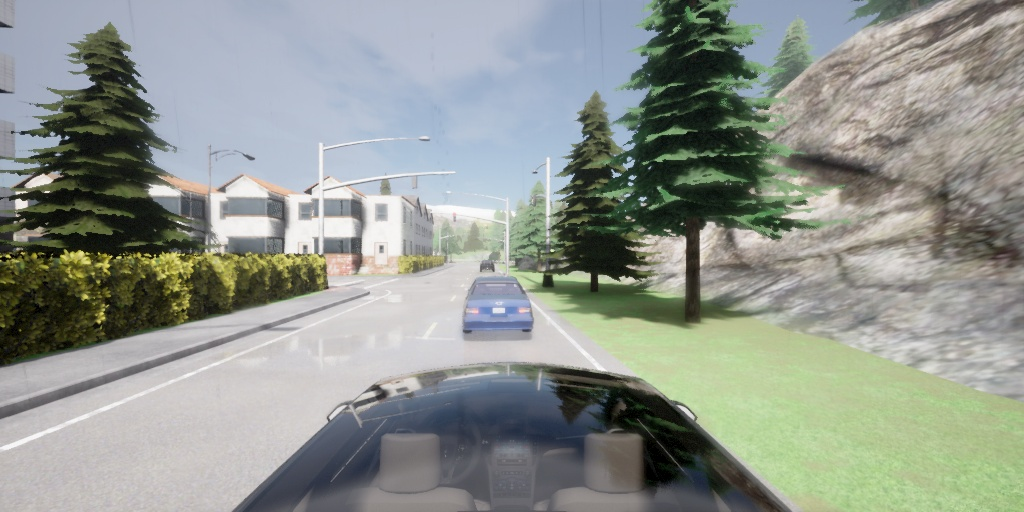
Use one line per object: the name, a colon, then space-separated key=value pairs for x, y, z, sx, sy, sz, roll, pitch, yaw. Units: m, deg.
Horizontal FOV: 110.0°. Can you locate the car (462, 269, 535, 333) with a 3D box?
car: x=-0.481 y=1.297 z=10.737 sx=2.033 sy=1.411 sz=5.357 roll=0 pitch=0 yaw=-4

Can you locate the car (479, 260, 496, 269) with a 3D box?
car: x=-3.177 y=1.255 z=45.911 sx=1.837 sy=1.490 sz=4.892 roll=0 pitch=0 yaw=-4
